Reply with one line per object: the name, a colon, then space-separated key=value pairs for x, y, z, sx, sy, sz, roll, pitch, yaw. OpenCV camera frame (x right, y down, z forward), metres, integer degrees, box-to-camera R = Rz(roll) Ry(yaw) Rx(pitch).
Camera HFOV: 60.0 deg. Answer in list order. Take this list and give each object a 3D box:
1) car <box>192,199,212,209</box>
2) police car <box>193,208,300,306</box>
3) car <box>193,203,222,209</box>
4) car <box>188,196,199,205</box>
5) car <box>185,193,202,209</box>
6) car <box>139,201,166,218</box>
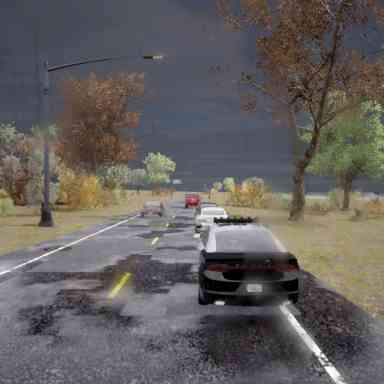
car: x=1.123 y=1.504 z=24.110 sx=1.837 sy=1.490 sz=4.892 roll=0 pitch=0 yaw=0
police car: x=1.066 y=1.425 z=8.227 sx=1.930 sy=1.638 sz=5.238 roll=0 pitch=0 yaw=0
car: x=1.097 y=1.525 z=18.111 sx=1.812 sy=1.442 sz=4.674 roll=0 pitch=0 yaw=0
car: x=0.230 y=1.511 z=59.527 sx=1.812 sy=1.442 sz=4.674 roll=0 pitch=0 yaw=0
car: x=0.205 y=1.214 z=45.325 sx=2.150 sy=2.045 sz=5.566 roll=0 pitch=0 yaw=1
car: x=-3.499 y=1.523 z=30.517 sx=1.812 sy=1.442 sz=4.674 roll=0 pitch=0 yaw=0
